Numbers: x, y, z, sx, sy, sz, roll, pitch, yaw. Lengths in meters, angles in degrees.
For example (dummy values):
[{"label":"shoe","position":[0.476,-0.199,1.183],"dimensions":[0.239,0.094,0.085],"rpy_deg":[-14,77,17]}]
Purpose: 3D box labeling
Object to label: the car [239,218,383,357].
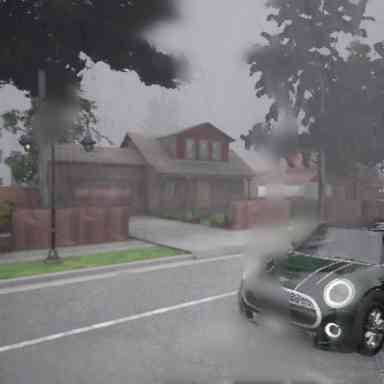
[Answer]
[{"label":"car","position":[3.004,1.325,6.133],"dimensions":[4.553,1.767,2.097],"rpy_deg":[0,0,-36]}]
